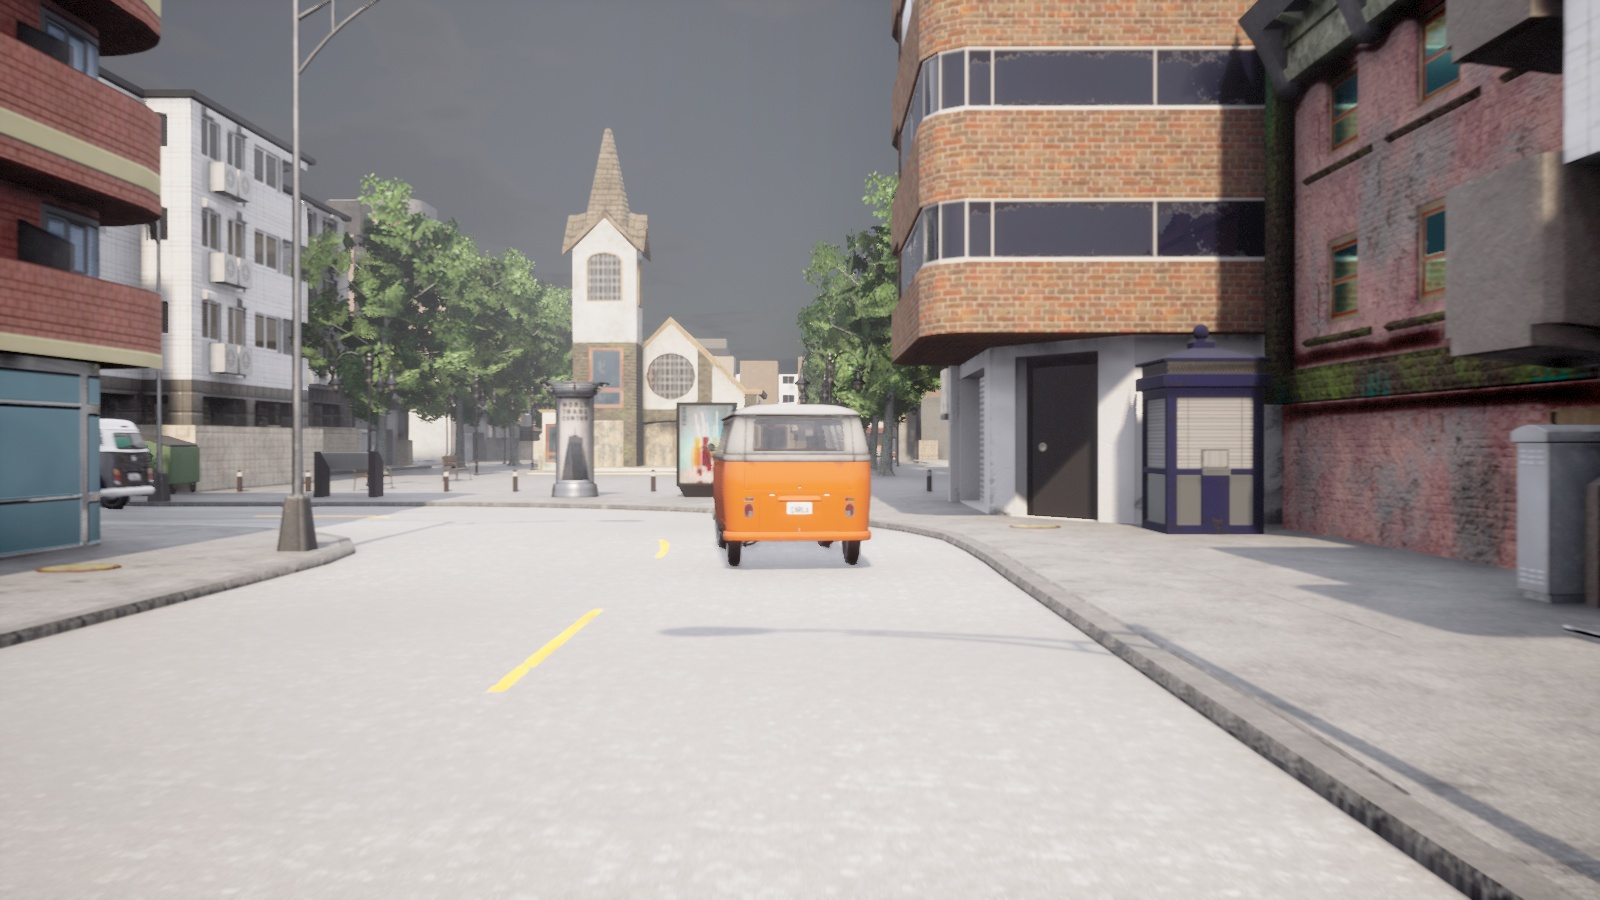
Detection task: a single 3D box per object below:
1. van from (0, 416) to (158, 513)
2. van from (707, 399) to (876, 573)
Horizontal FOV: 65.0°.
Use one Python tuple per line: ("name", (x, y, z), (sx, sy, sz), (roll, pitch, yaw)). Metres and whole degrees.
("van", (-16.828, 0.301, 27.498), (4.480, 2.038, 2.069), (0, 0, 1))
("van", (-0.251, 0.406, 16.717), (1.775, 1.987, 4.442), (0, 0, -7))
